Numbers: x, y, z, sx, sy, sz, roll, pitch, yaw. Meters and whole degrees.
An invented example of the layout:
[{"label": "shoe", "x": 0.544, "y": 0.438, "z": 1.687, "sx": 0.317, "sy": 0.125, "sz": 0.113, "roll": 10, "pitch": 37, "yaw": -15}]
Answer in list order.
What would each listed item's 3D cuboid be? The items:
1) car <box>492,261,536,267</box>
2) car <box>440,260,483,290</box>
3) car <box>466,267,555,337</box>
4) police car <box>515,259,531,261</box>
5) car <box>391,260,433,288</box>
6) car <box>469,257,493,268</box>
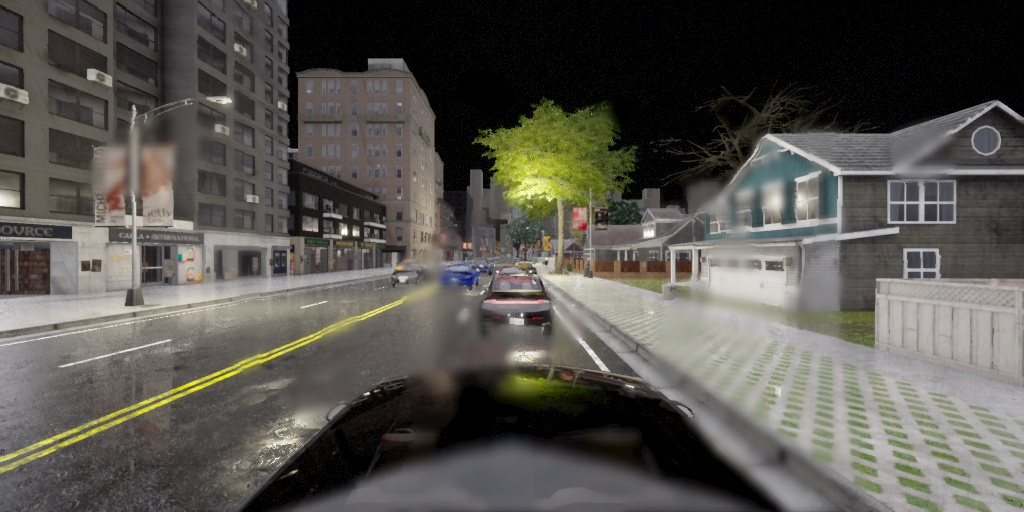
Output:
[{"label": "car", "x": 0.122, "y": 1.219, "z": 19.849, "sx": 1.882, "sy": 1.535, "sz": 5.008, "roll": 0, "pitch": 0, "yaw": 0}, {"label": "car", "x": -3.125, "y": 1.216, "z": 22.123, "sx": 1.882, "sy": 1.535, "sz": 5.008, "roll": 0, "pitch": 0, "yaw": 0}, {"label": "car", "x": 0.113, "y": 1.239, "z": 10.346, "sx": 2.128, "sy": 1.511, "sz": 4.902, "roll": 0, "pitch": 0, "yaw": 0}, {"label": "police car", "x": 1.008, "y": 1.156, "z": 29.578, "sx": 1.930, "sy": 1.638, "sz": 5.238, "roll": 0, "pitch": 0, "yaw": 0}, {"label": "car", "x": -6.574, "y": 1.228, "z": 24.017, "sx": 2.128, "sy": 1.511, "sz": 4.902, "roll": 0, "pitch": 0, "yaw": 0}, {"label": "car", "x": -3.106, "y": 1.071, "z": 38.652, "sx": 2.097, "sy": 1.767, "sz": 4.553, "roll": 0, "pitch": 0, "yaw": 0}]
